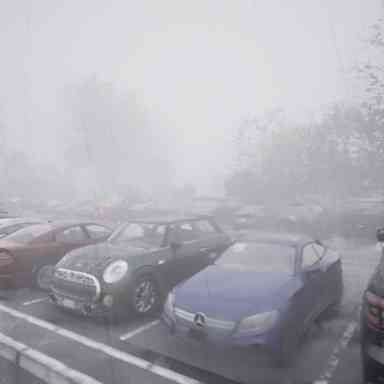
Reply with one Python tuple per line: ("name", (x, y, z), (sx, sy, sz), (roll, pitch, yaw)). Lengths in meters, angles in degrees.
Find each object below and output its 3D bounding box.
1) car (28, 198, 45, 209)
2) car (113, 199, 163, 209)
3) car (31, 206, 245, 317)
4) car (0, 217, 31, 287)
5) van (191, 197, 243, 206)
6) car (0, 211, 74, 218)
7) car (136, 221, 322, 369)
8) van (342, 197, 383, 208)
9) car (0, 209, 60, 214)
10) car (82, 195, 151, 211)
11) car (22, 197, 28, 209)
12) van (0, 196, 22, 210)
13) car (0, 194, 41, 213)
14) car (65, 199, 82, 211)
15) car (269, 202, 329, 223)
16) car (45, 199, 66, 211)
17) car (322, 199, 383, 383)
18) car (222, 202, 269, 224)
("car", (-12.107, 1.405, 31.031), (2.231, 1.521, 4.892), (1, 0, 35))
("car", (-2.993, 1.531, 24.555), (2.097, 1.535, 5.008), (1, 1, 35))
("car", (-0.869, 1.369, 7.684), (2.185, 1.767, 4.553), (0, 0, 35))
("car", (-3.196, 1.512, 9.287), (2.097, 1.535, 5.008), (0, 0, 35))
("van", (1.656, 1.303, 21.119), (1.878, 1.987, 4.442), (0, 0, 35))
("car", (-5.499, 1.569, 10.923), (2.002, 1.452, 4.674), (0, 0, 35))
("car", (1.421, 1.518, 6.027), (2.002, 1.452, 4.674), (0, 0, 35))
("van", (8.703, 1.253, 16.413), (1.878, 1.987, 4.442), (0, 0, 35))
("car", (-7.809, 1.581, 12.566), (2.002, 1.452, 4.674), (0, 0, 35))
("car", (-5.316, 1.250, 26.175), (2.435, 2.045, 5.566), (1, 0, 35))
("car", (-16.823, 1.337, 34.359), (2.097, 1.535, 5.008), (1, 0, 35))
("van", (-10.156, 1.305, 14.368), (1.878, 1.987, 4.442), (1, 0, 35))
("car", (-19.039, 1.180, 35.897), (2.185, 1.767, 4.553), (1, 0, 35))
("car", (-7.623, 1.498, 27.808), (2.163, 1.488, 4.792), (1, 0, 35))
("car", (6.213, 1.370, 17.995), (2.185, 1.767, 4.553), (0, 0, 35))
("car", (-9.927, 1.465, 29.441), (2.163, 1.488, 4.792), (1, 0, 35))
("car", (3.739, 1.210, 4.415), (2.435, 2.045, 5.566), (0, 0, 35))
("car", (4.050, 1.542, 19.606), (2.163, 1.488, 4.792), (-1, 0, 35))
